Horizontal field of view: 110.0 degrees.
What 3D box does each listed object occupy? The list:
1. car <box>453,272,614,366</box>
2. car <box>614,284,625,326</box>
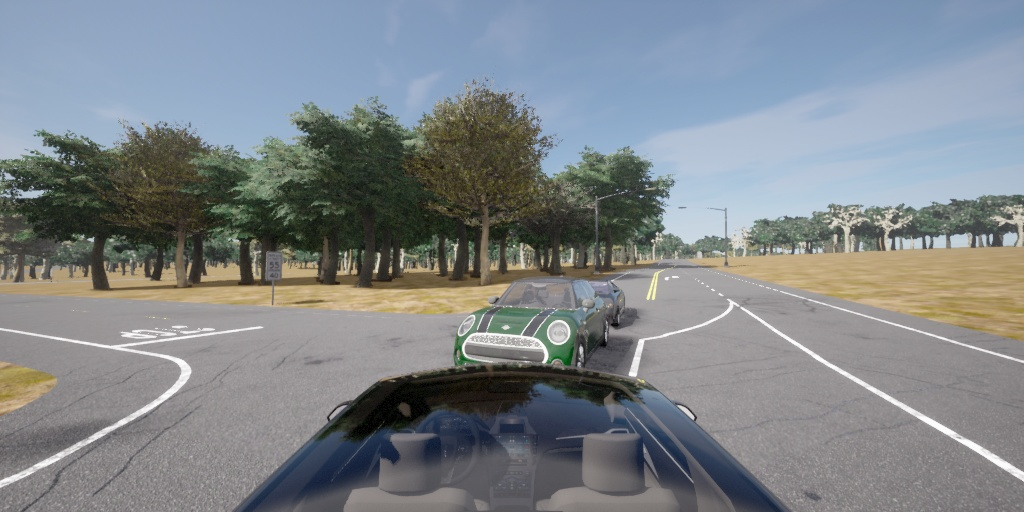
[{"bbox_3d":[0.686,1.222,7.430,2.097,1.767,4.553,-1,-2,22],"label":"car"},{"bbox_3d":[2.913,1.553,12.861,1.994,1.385,4.181,-2,0,22],"label":"car"}]
